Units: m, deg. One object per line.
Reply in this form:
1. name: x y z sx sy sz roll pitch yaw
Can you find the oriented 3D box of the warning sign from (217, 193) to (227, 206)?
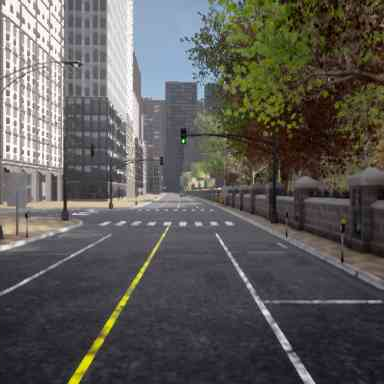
1. warning sign: 4.332 1.085 48.214 1.300 1.860 1.060 0 0 -1
